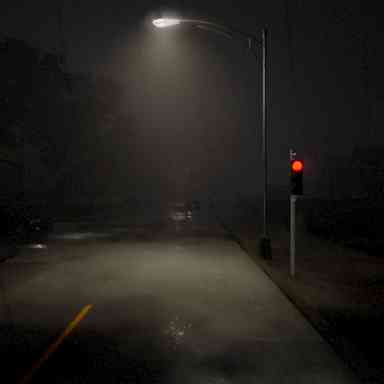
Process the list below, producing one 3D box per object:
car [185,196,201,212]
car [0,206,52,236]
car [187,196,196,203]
[{"bbox_3d":[0.091,1.547,39.420,2.033,1.411,5.357,0,0,0],"label":"car"},{"bbox_3d":[-10.094,1.477,17.918,5.008,1.535,1.882,0,0,6],"label":"car"},{"bbox_3d":[-0.069,1.525,67.863,1.812,1.442,4.674,0,0,0],"label":"car"}]
